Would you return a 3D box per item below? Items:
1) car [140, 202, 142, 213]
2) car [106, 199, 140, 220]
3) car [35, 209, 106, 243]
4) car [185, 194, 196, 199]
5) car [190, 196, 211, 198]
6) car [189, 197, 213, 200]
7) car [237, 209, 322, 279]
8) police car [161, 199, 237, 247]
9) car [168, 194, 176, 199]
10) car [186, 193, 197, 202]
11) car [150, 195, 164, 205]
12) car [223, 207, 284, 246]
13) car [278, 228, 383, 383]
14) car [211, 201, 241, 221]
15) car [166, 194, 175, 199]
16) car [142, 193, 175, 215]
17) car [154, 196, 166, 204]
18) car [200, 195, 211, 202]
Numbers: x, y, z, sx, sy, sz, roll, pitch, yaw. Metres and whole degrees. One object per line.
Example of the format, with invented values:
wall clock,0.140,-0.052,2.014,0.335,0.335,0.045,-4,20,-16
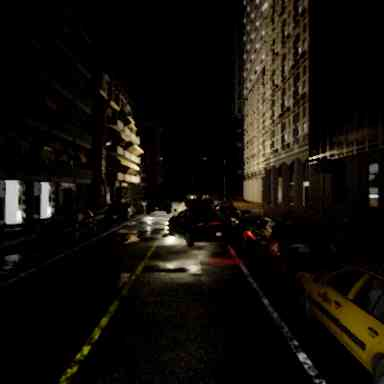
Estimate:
car,-5.721,1.403,32.292,1.752,1.417,4.829,0,0,0
car,-5.716,1.463,26.813,1.947,1.339,4.313,0,0,0
car,-5.705,1.490,15.515,2.008,1.369,4.403,0,0,0
car,-0.045,1.309,50.777,2.128,1.511,4.902,0,0,0
car,0.872,1.409,31.032,1.812,1.442,4.674,0,0,0
car,0.758,1.409,25.051,1.837,1.490,4.892,0,0,1
car,2.681,1.401,9.874,1.967,1.590,4.097,0,0,0
police car,0.234,1.366,15.019,1.930,1.638,5.238,0,0,-18
car,-5.777,1.238,94.595,2.008,1.369,4.403,0,0,0
car,-0.061,1.125,66.879,2.097,1.767,4.553,0,0,0
car,-5.741,1.243,55.055,1.967,1.590,4.097,0,0,0
car,2.675,1.490,15.524,2.008,1.369,4.403,0,0,0
car,2.686,1.507,4.397,1.752,1.417,4.829,0,0,0
car,2.665,1.463,26.821,1.947,1.339,4.313,0,0,0
car,-5.773,1.253,88.947,2.008,1.369,4.403,0,0,0
car,-3.126,1.099,32.439,2.150,2.045,5.566,0,0,0
car,-5.747,1.367,60.704,1.802,1.307,4.206,0,0,0
car,2.628,1.318,66.360,2.008,1.369,4.403,0,0,0
